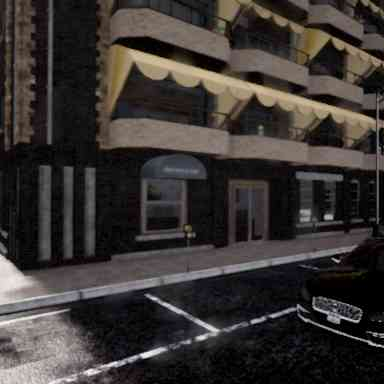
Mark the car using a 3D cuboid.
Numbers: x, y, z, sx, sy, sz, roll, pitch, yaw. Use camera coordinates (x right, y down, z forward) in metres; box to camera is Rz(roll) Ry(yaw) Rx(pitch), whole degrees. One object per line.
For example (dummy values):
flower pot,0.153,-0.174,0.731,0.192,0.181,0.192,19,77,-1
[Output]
car,3.980,1.577,6.117,4.892,1.490,1.837,1,-1,-36
